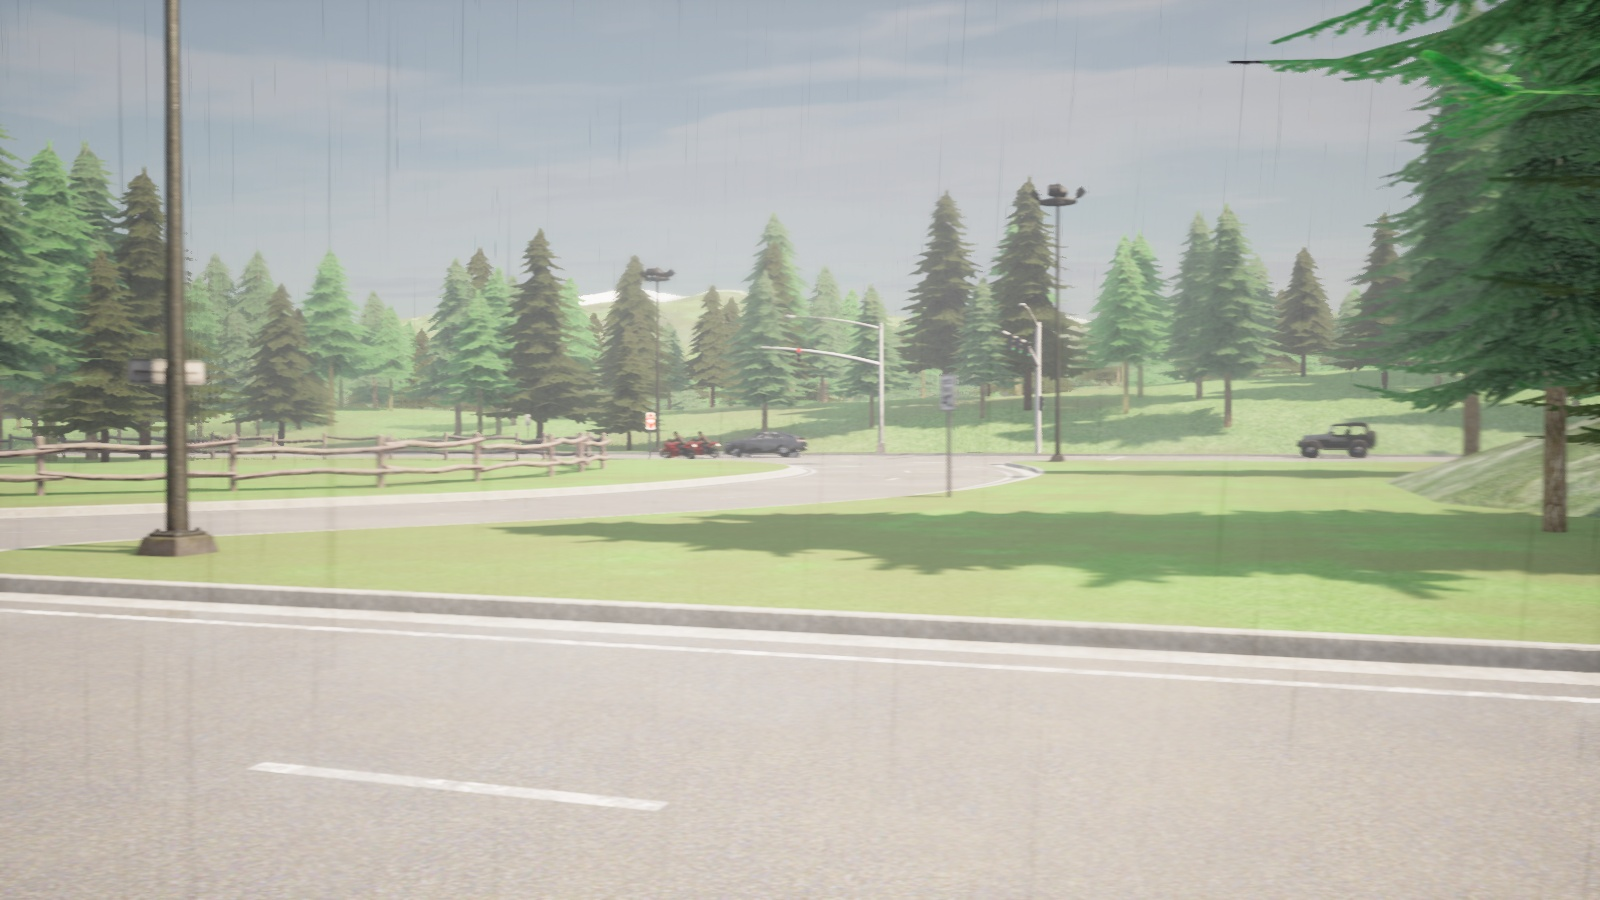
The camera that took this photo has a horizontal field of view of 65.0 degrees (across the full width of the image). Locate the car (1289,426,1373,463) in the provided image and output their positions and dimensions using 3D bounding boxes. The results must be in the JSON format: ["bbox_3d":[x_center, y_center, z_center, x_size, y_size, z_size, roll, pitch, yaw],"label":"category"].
[{"bbox_3d":[27.604,-0.321,65.420,3.866,1.878,1.905,1,1,19],"label":"car"}]

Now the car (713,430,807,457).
[{"bbox_3d":[-2.276,-0.378,71.886,4.902,1.511,2.128,1,1,19],"label":"car"}]

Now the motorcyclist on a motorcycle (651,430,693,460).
[{"bbox_3d":[-6.735,-0.275,66.010,2.044,1.523,0.797,1,1,19],"label":"motorcyclist on a motorcycle"}]

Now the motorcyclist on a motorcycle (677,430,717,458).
[{"bbox_3d":[-5.711,-0.325,69.358,2.044,1.523,0.797,1,1,19],"label":"motorcyclist on a motorcycle"}]
